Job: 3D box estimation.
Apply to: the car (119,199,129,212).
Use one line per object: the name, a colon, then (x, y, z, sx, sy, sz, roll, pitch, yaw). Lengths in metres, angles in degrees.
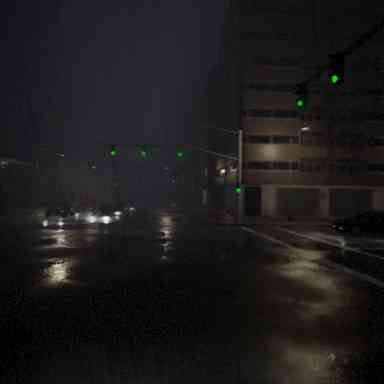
car: (-10.773, 1.978, 47.552, 2.128, 1.511, 4.902, 1, 0, -4)

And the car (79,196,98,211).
car: (-14.096, 1.635, 45.018, 2.150, 2.045, 5.566, 1, -1, -4)

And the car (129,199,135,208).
car: (-11.806, 2.175, 62.507, 1.837, 1.490, 4.892, 1, -1, -4)

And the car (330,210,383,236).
car: (11.159, 1.916, 20.733, 4.892, 1.490, 1.837, 1, -1, -5)

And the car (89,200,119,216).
car: (-10.110, 1.979, 38.462, 1.895, 1.301, 4.718, 1, -1, -4)

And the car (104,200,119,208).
car: (-15.385, 2.190, 63.724, 2.033, 1.411, 5.357, 1, -1, -4)

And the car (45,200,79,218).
car: (-13.278, 1.803, 33.766, 1.812, 1.442, 4.674, 1, -1, -4)
